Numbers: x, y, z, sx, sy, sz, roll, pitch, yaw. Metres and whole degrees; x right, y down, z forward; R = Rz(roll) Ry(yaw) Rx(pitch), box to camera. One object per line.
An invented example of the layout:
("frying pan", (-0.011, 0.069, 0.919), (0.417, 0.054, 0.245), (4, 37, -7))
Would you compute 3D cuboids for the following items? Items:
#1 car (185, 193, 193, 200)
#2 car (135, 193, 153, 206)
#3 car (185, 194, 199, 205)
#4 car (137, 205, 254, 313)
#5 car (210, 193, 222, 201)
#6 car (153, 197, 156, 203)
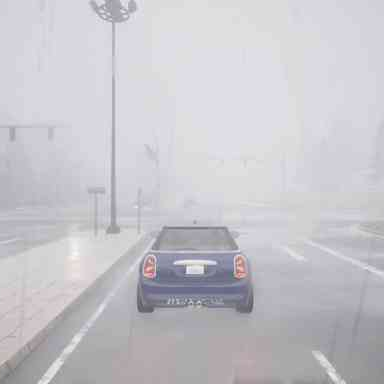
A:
("car", (-0.839, 1.189, 95.500), (2.150, 2.045, 5.566), (0, 0, -1))
("car", (-8.285, 1.352, 55.997), (2.097, 1.767, 4.553), (0, 0, -1))
("car", (-0.176, 1.526, 54.640), (1.812, 1.442, 4.674), (0, 0, -1))
("car", (0.069, 1.352, 7.821), (2.097, 1.767, 4.553), (0, 0, 0))
("car", (6.333, 1.215, 84.933), (2.150, 2.045, 5.566), (0, 0, -1))
("car", (-8.386, 1.547, 65.611), (2.033, 1.411, 5.357), (0, 0, 0))
